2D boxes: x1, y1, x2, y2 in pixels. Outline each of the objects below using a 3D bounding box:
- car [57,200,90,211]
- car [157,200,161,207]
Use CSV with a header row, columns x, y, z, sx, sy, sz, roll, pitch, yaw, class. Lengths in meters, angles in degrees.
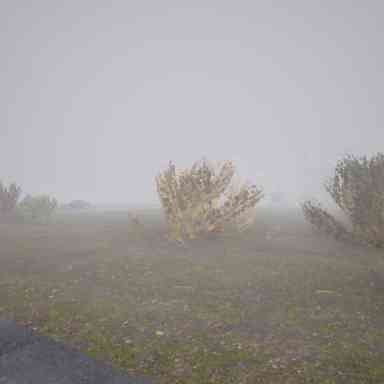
x,y,z,sx,sy,sz,roll,pitch,yaw,class
-17.015,1.886,48.004,1.837,1.490,4.892,-1,-2,36,car
-4.375,1.839,65.397,2.150,2.045,5.566,-1,-2,36,car
